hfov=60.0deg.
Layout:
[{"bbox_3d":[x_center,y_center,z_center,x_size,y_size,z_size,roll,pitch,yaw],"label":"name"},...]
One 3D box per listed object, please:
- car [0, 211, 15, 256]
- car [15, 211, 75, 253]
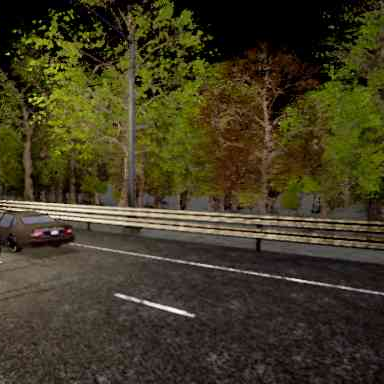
[{"bbox_3d":[-7.572,1.142,9.396,5.566,2.045,2.150,1,0,36],"label":"car"},{"bbox_3d":[-6.896,1.451,13.214,5.357,1.411,2.033,1,1,36],"label":"car"}]
